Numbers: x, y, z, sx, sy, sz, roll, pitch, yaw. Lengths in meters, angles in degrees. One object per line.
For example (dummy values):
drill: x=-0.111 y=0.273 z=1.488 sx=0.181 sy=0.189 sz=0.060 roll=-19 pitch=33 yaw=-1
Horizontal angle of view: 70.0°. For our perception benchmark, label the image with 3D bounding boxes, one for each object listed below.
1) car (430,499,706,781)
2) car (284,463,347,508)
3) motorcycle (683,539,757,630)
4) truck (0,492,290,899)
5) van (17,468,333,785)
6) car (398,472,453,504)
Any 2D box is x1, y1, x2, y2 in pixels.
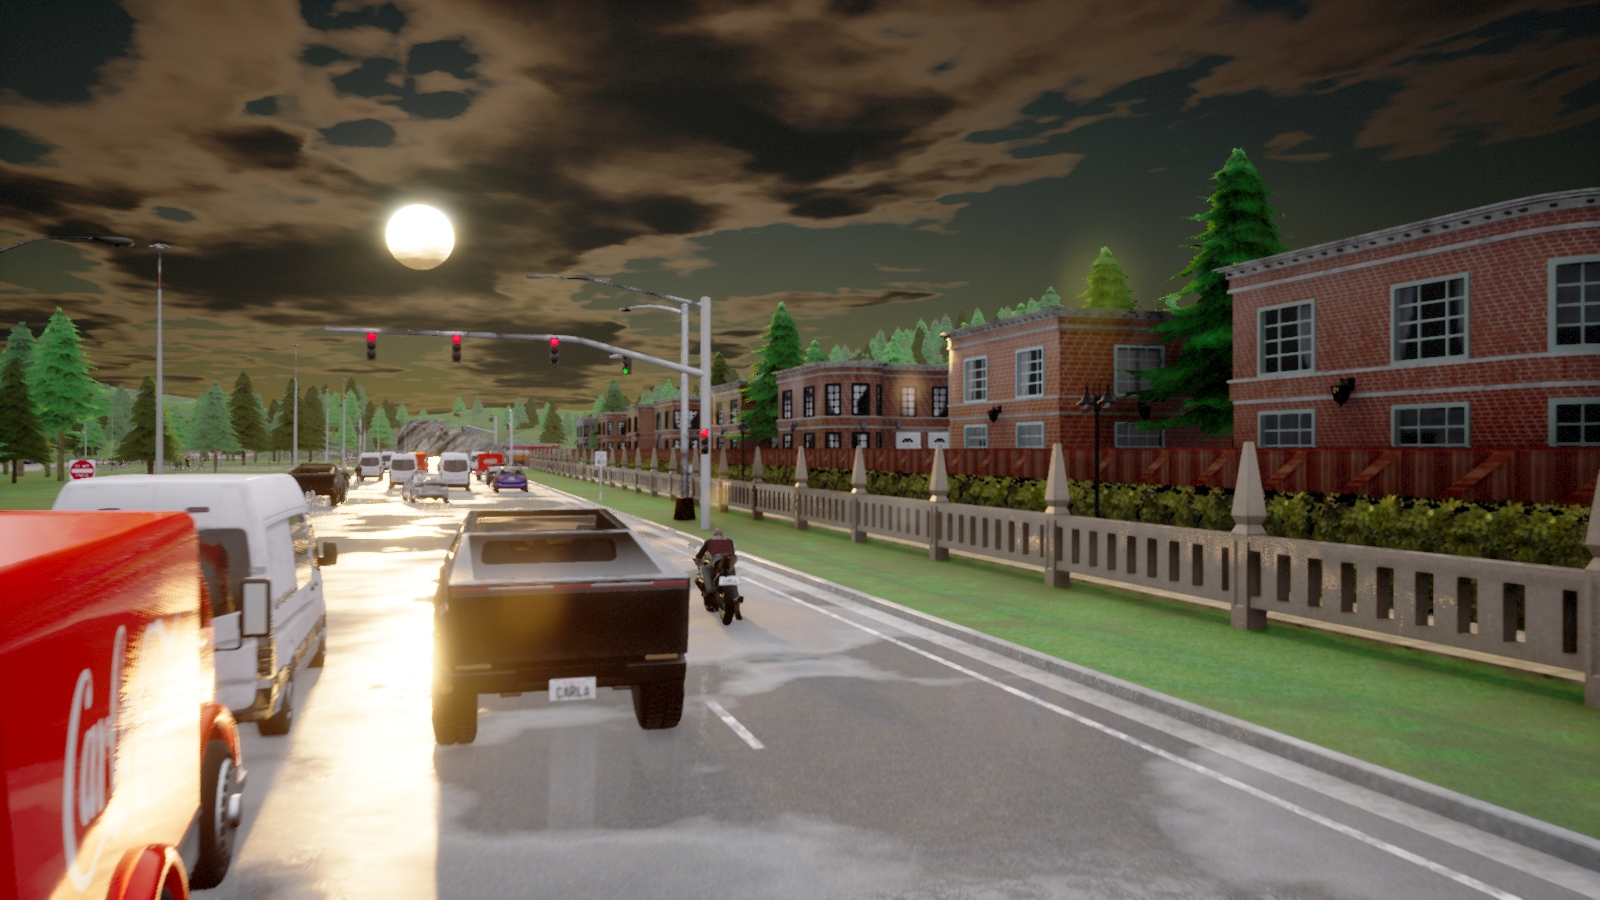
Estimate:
car: x=-2.938 y=1.750 z=13.019 sx=2.390 sy=2.098 sz=6.274 roll=0 pitch=0 yaw=-18
car: x=-24.613 y=1.738 z=58.237 sx=2.390 sy=2.098 sz=6.274 roll=0 pitch=0 yaw=-18
motorcycle: x=-1.368 y=2.200 z=19.107 sx=0.867 sy=1.251 sz=2.209 roll=0 pitch=0 yaw=-14
truck: x=-4.279 y=1.573 z=5.679 sx=2.627 sy=2.467 sz=5.204 roll=0 pitch=0 yaw=-18
van: x=-6.512 y=1.531 z=12.699 sx=1.988 sy=2.561 sz=5.915 roll=0 pitch=0 yaw=-18
car: x=-20.198 y=2.018 z=61.524 sx=2.097 sy=1.535 sz=5.006 roll=0 pitch=0 yaw=-27
